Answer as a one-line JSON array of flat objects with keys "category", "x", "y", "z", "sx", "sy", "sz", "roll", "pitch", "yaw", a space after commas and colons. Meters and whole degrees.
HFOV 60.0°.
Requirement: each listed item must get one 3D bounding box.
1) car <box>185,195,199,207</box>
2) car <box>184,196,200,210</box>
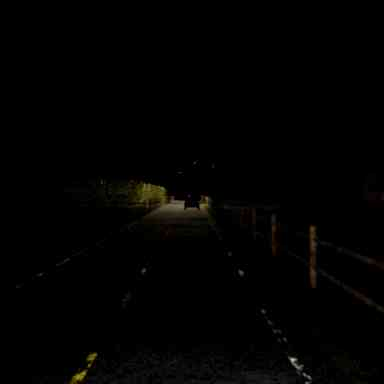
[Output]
[{"category": "car", "x": -0.006, "y": 1.437, "z": 54.331, "sx": 2.097, "sy": 1.767, "sz": 4.553, "roll": 0, "pitch": 0, "yaw": 0}, {"category": "car", "x": -0.006, "y": 1.406, "z": 44.307, "sx": 2.097, "sy": 1.767, "sz": 4.553, "roll": 0, "pitch": 0, "yaw": 0}]
